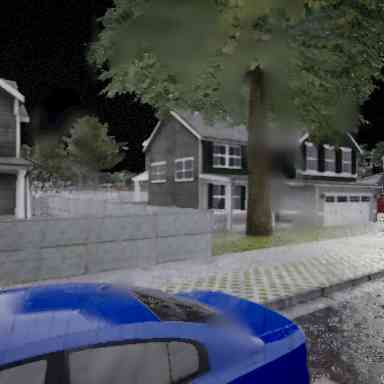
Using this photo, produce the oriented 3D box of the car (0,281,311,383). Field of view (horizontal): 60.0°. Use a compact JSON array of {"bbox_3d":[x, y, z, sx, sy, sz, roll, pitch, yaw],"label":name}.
[{"bbox_3d":[-1.336,1.477,2.097,5.008,1.535,1.882,0,0,-35],"label":"car"}]
